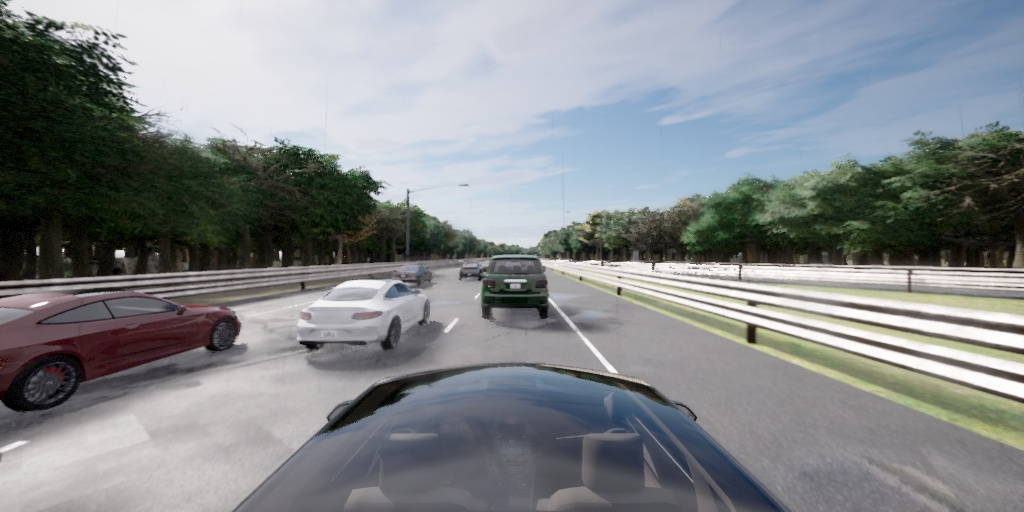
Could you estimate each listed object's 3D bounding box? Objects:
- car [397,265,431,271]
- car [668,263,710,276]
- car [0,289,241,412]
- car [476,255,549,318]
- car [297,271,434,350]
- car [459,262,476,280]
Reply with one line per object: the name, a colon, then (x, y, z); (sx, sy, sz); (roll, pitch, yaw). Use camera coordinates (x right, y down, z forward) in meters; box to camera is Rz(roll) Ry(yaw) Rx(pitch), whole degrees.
car: (-6.902, 1.305, 25.206); (2.033, 1.411, 5.357); (0, 0, 0)
car: (20.214, 1.507, 41.415); (2.033, 1.411, 5.357); (0, 0, -19)
car: (-6.897, 1.272, 5.956); (1.812, 1.442, 4.674); (0, 0, 0)
car: (0.101, 0.983, 13.225); (2.150, 2.045, 5.566); (0, 0, 0)
car: (-3.396, 1.282, 8.965); (1.812, 1.442, 4.674); (0, 0, 0)
car: (-3.395, 1.285, 31.125); (2.128, 1.511, 4.902); (0, 0, 0)
